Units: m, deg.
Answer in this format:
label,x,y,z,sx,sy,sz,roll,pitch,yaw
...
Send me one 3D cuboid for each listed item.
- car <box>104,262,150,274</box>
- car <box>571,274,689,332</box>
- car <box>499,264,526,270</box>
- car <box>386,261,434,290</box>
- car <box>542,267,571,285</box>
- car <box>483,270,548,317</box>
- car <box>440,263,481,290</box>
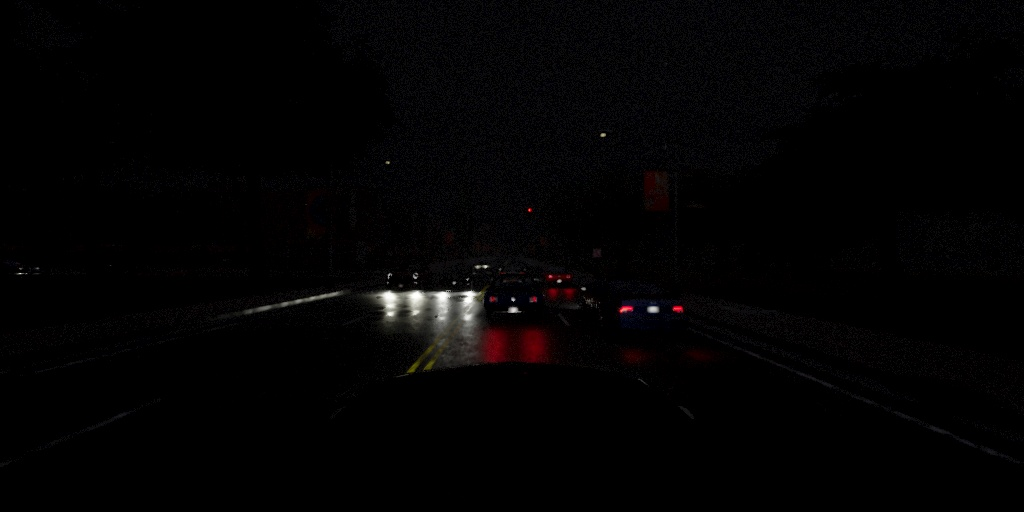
label,x,y,z,sx,sy,sz,roll,pitch,yaw
car,-44.294,1.338,40.693,4.718,1.301,1.895,0,-1,0
car,3.293,1.299,10.831,2.033,1.411,5.357,0,0,1
car,0.049,1.354,26.749,1.882,1.535,5.008,0,-1,0
car,-6.573,1.197,23.488,2.097,1.767,4.553,0,0,0
car,3.299,1.480,27.090,1.895,1.301,4.718,0,-1,0
car,0.061,1.362,13.139,1.895,1.301,4.718,0,0,0
car,-3.325,1.350,23.114,1.837,1.490,4.892,0,-1,0
